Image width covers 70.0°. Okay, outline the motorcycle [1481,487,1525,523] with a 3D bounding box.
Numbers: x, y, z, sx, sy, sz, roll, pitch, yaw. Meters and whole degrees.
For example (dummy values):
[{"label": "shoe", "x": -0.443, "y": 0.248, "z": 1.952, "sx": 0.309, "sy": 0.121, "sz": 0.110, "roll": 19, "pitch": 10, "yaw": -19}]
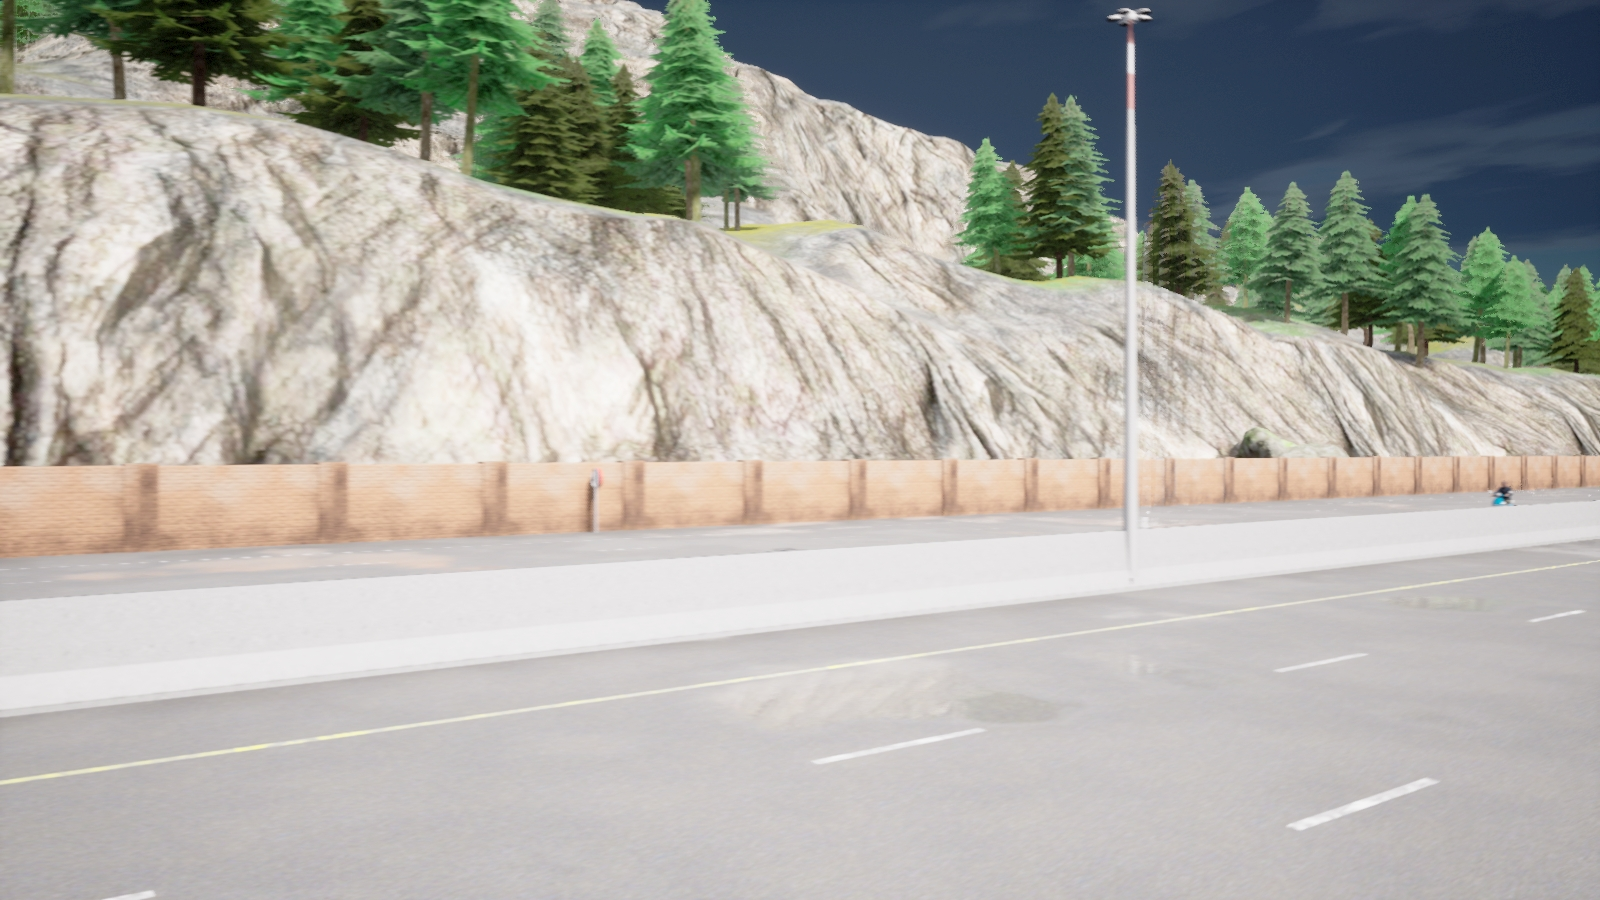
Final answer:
[{"label": "motorcycle", "x": 27.806, "y": 2.157, "z": 45.196, "sx": 1.805, "sy": 1.334, "sz": 0.856, "roll": 0, "pitch": 0, "yaw": -36}]
